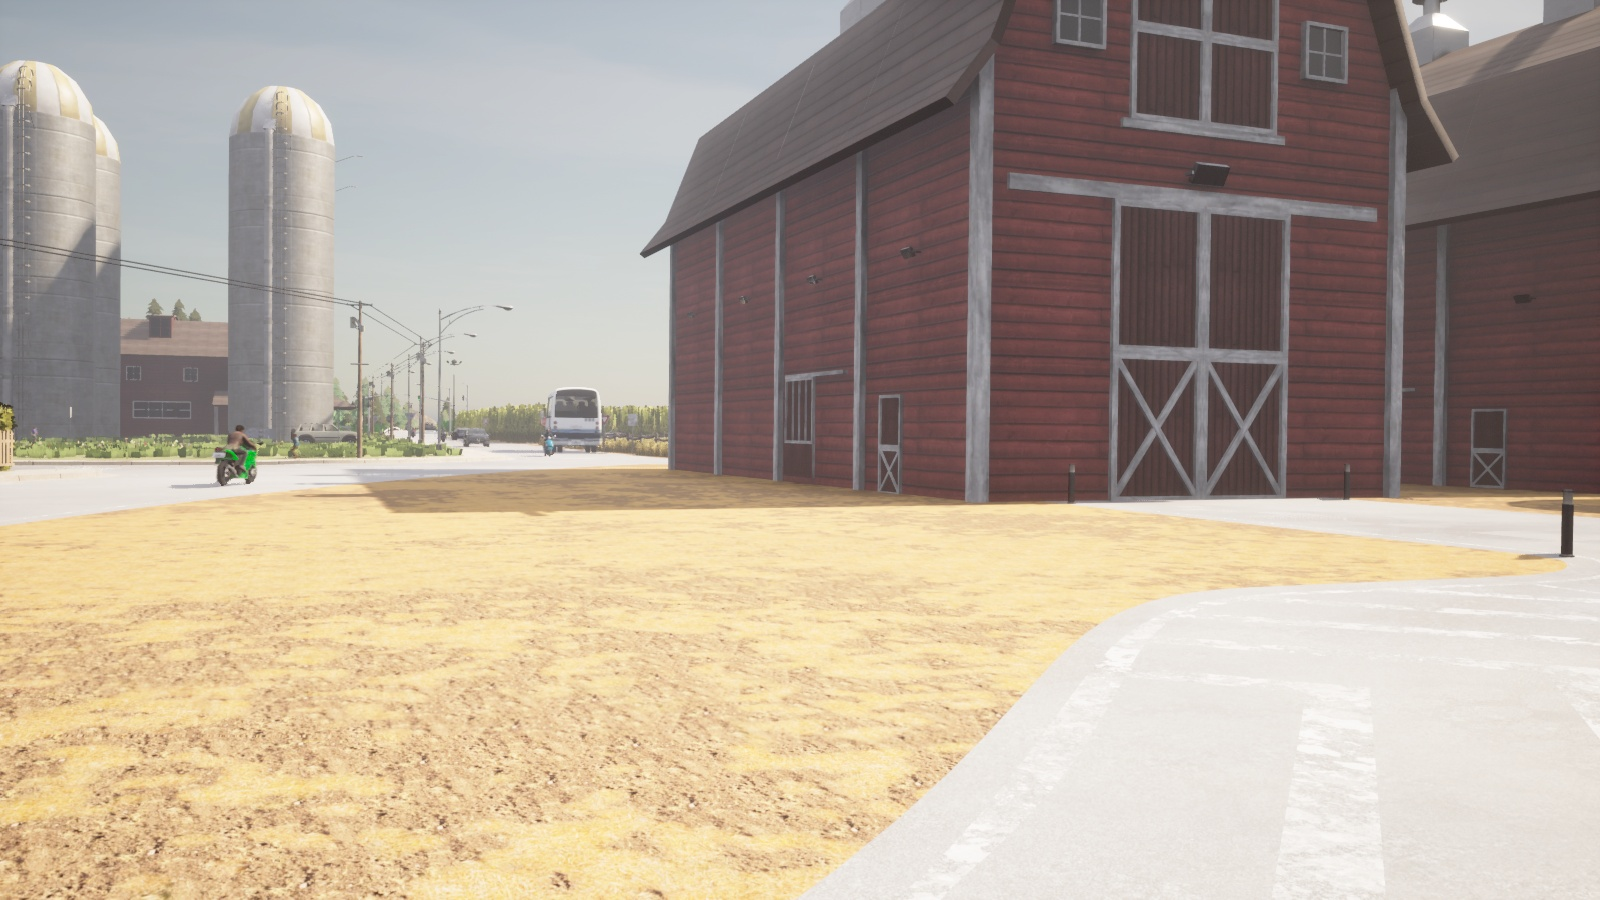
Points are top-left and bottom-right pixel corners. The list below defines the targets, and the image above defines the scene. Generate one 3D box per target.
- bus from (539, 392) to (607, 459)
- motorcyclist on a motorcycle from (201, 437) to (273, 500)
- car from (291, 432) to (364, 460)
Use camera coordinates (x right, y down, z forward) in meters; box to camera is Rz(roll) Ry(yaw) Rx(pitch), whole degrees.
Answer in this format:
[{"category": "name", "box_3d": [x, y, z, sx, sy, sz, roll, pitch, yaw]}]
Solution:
[{"category": "bus", "box_3d": [-15.687, -1.670, 86.079, 3.944, 4.253, 10.273, -1, 1, -13]}, {"category": "motorcyclist on a motorcycle", "box_3d": [-14.023, 0.433, 31.342, 0.797, 1.523, 2.044, 0, 1, 2]}, {"category": "car", "box_3d": [-32.601, -0.303, 86.657, 4.605, 1.855, 1.932, -1, 1, -22]}]
